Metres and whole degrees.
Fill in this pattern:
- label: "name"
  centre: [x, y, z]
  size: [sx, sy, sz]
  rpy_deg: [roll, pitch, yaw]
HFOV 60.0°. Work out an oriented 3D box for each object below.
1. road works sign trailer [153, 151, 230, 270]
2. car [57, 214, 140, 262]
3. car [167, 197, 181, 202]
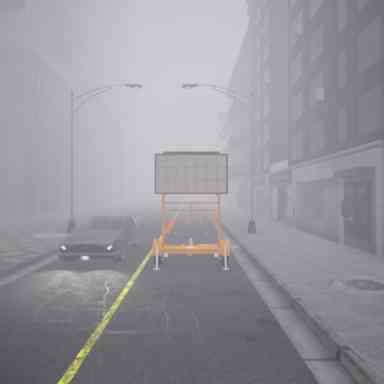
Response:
- label: "road works sign trailer"
  centre: [-0.023, 0.465, 11.023]
  size: [2.380, 3.560, 2.880]
  rpy_deg: [0, 0, 0]
- label: "car"
  centre: [-3.125, 1.549, 12.390]
  size: [2.033, 1.411, 5.357]
  rpy_deg: [0, 0, 0]
- label: "car"
  centre: [-3.119, 1.626, 64.634]
  size: [2.033, 1.411, 5.357]
  rpy_deg: [0, 0, 0]
